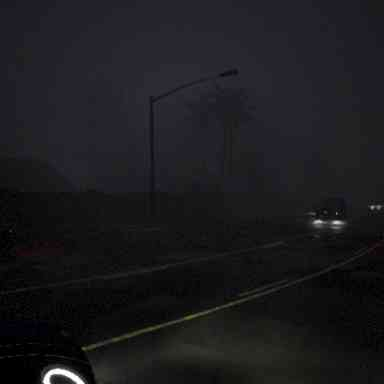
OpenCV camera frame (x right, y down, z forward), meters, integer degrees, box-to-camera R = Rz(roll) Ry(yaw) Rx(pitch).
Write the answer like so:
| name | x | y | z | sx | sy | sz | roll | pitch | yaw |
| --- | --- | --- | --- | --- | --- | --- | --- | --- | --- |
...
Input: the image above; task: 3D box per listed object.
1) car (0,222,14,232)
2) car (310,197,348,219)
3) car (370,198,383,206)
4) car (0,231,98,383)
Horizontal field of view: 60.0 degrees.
| name | x | y | z | sx | sy | sz | roll | pitch | yaw |
| --- | --- | --- | --- | --- | --- | --- | --- | --- | --- |
| car | -8.530 | 1.522 | 10.888 | 4.892 | 1.490 | 1.837 | 1 | 0 | -37 |
| car | 13.484 | 1.468 | 31.998 | 2.150 | 2.045 | 5.566 | 0 | 0 | 34 |
| car | 36.501 | 1.857 | 65.708 | 2.128 | 1.511 | 4.902 | 0 | 0 | 34 |
| car | -2.842 | 1.350 | 1.881 | 4.553 | 1.767 | 2.097 | 0 | 0 | -35 |
